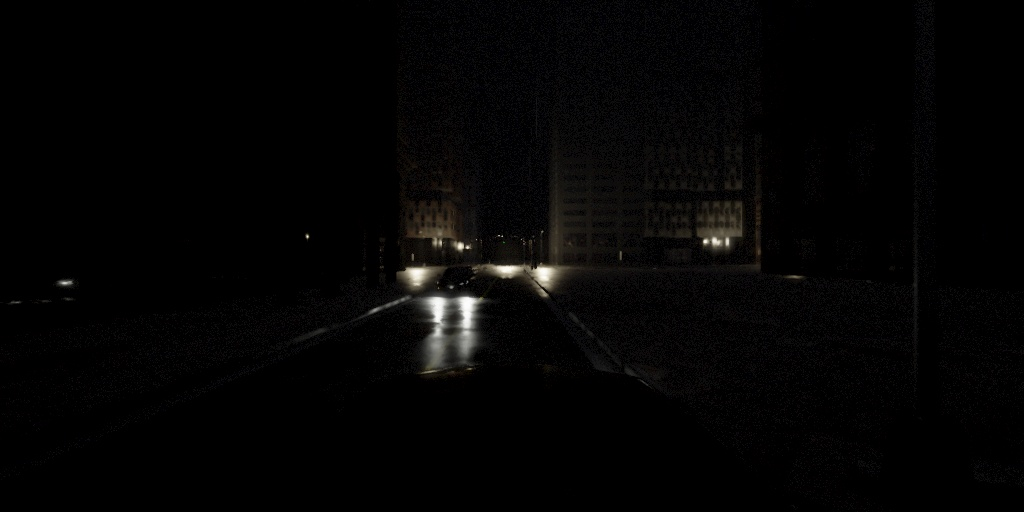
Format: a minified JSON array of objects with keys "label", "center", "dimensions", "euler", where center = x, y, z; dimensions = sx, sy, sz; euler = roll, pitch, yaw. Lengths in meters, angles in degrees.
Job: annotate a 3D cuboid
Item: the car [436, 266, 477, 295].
[{"label":"car","center":[-3.105,1.366,20.788],"dimensions":[1.837,1.490,4.892],"euler":[0,0,0]}]
